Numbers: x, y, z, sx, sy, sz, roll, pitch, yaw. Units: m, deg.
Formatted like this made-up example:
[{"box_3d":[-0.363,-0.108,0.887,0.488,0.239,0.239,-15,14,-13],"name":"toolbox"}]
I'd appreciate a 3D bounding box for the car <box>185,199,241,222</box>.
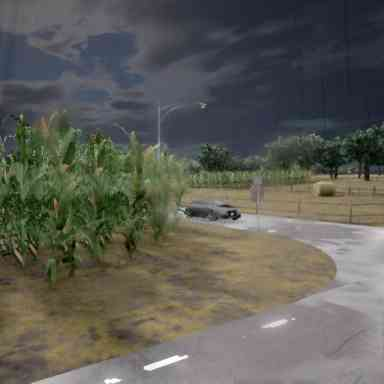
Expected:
[{"box_3d":[1.328,1.164,22.208,1.994,1.385,4.181,-1,2,-35],"name":"car"}]
